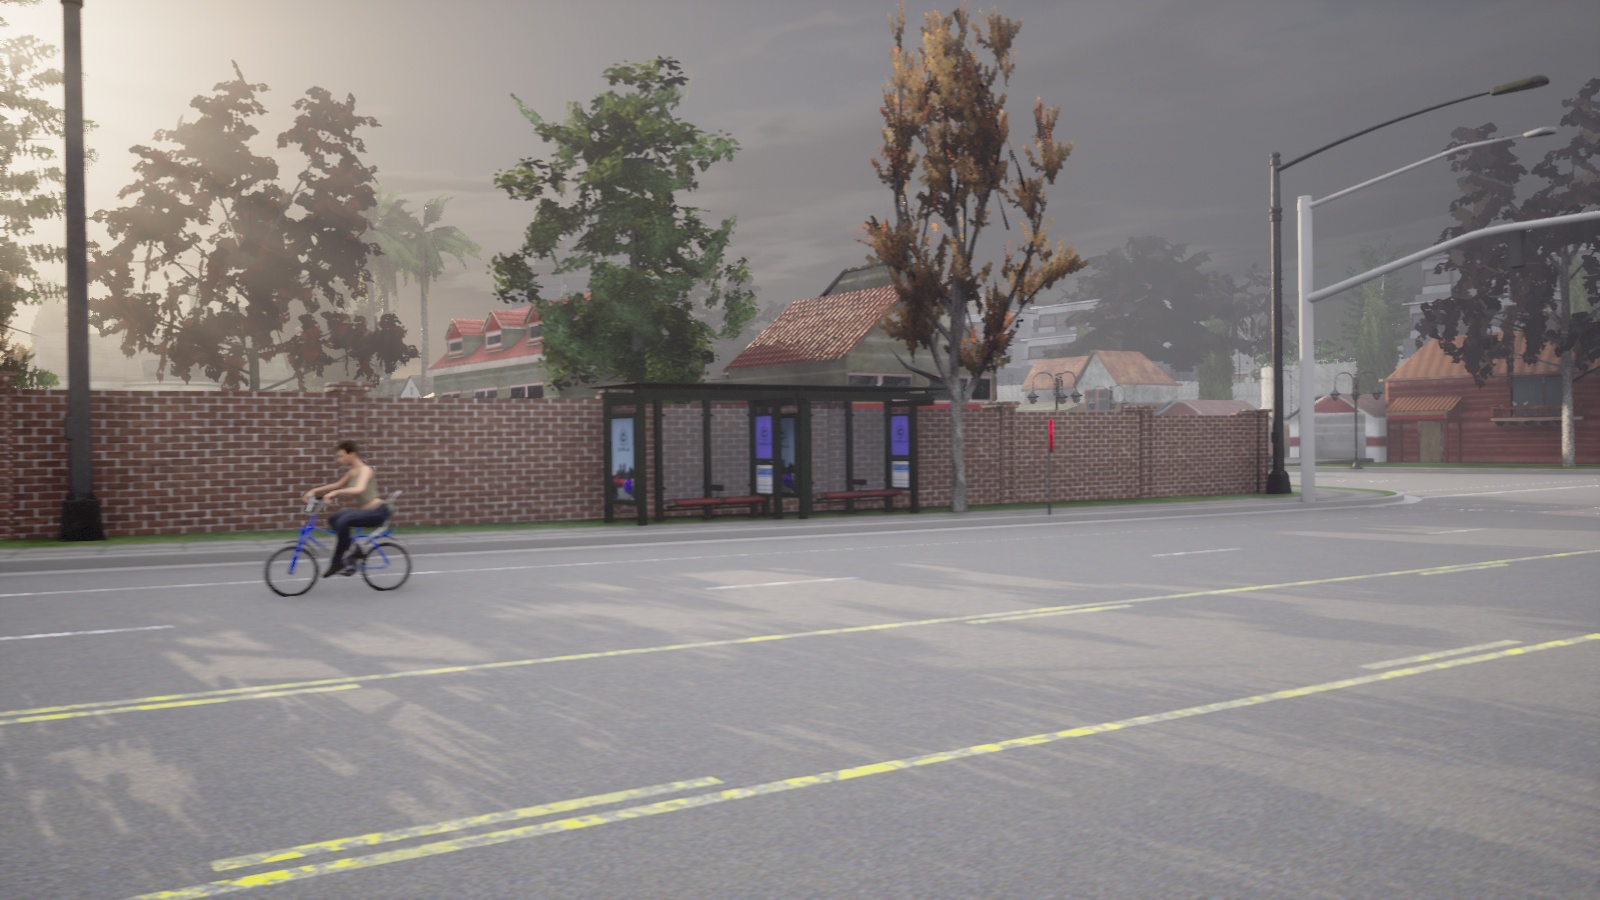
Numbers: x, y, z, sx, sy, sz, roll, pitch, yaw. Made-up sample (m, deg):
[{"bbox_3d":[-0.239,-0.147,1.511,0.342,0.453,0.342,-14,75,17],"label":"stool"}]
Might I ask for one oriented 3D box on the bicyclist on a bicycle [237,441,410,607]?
[{"bbox_3d":[-4.936,0.722,13.010,1.509,1.612,0.866,0,0,-35],"label":"bicyclist on a bicycle"}]
